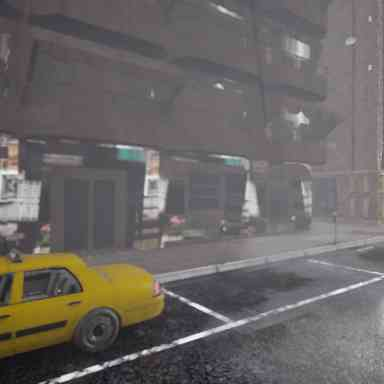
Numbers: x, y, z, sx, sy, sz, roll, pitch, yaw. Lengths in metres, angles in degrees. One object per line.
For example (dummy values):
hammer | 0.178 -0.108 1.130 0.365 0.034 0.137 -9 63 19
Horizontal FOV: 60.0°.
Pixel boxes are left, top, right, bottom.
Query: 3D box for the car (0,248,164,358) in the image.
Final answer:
car | -2.733 1.524 4.594 4.829 1.417 1.752 0 1 -35
